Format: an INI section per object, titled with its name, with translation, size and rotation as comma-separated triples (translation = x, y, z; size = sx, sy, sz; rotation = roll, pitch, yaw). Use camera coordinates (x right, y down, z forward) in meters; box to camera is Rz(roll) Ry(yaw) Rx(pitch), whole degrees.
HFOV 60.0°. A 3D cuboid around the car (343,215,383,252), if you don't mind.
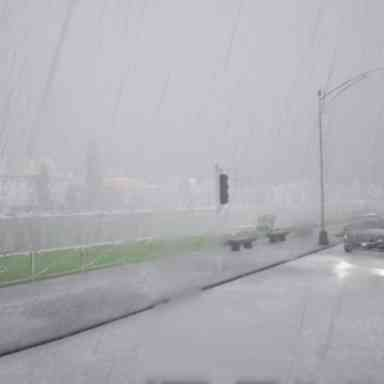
[car]
translation = 8.235, 1.805, 14.722
size = 1.837, 1.490, 4.892
rotation = -2, -2, 41
